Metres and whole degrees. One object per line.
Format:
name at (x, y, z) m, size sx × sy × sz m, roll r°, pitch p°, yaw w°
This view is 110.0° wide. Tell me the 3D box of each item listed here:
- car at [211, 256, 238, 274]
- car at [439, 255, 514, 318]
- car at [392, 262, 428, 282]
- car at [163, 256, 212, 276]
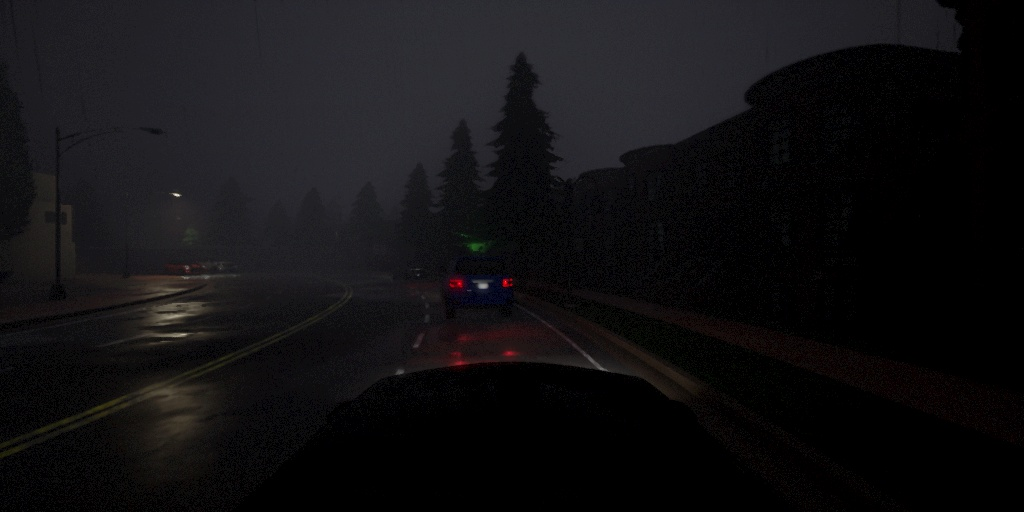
car at (-35.061, 1.046, 42.369) m, size 5.566 × 2.045 × 2.150 m, roll 0°, pitch 0°, yaw 21°
car at (-1.438, 0.972, 13.286) m, size 2.150 × 2.045 × 5.566 m, roll 0°, pitch 0°, yaw -13°
car at (-8.527, 1.250, 29.653) m, size 2.128 × 1.511 × 4.902 m, roll 0°, pitch 0°, yaw -33°
car at (-35.056, 1.175, 38.529) m, size 4.553 × 1.767 × 2.097 m, roll 0°, pitch 0°, yaw 22°
